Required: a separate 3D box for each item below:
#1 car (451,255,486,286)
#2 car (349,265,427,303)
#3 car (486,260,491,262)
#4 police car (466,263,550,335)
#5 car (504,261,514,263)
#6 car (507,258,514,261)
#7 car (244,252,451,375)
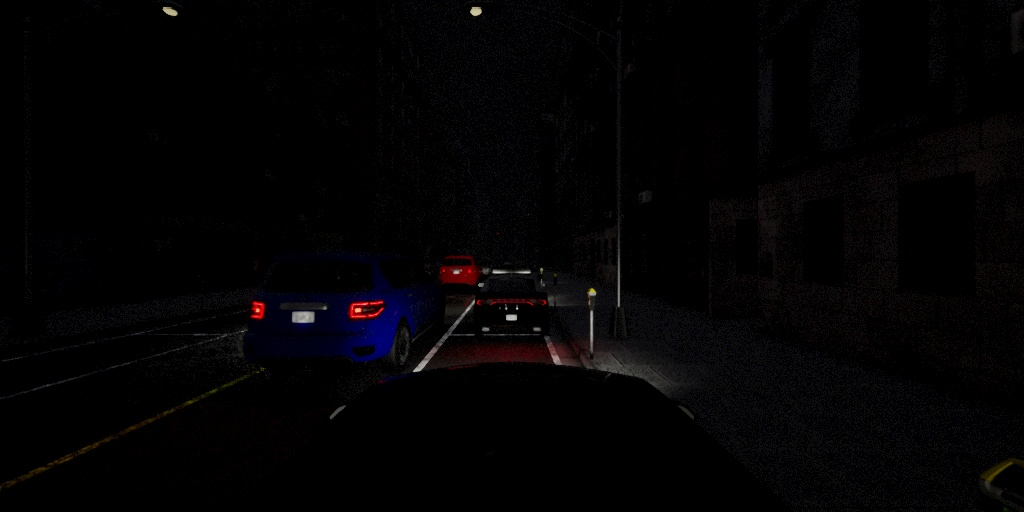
[{"bbox_3d":[-3.020,0.972,22.109,2.150,2.045,5.566,0,0,0],"label":"car"},{"bbox_3d":[-5.870,1.241,17.701,2.128,1.511,4.902,0,0,0],"label":"car"},{"bbox_3d":[-2.925,1.347,34.612,1.895,1.301,4.718,0,0,0],"label":"car"},{"bbox_3d":[-0.012,1.175,10.610,1.930,1.638,5.238,0,0,0],"label":"police car"},{"bbox_3d":[-0.383,1.315,28.035,1.948,1.339,4.313,0,0,0],"label":"car"},{"bbox_3d":[-0.383,1.269,39.031,1.751,1.417,4.829,0,0,0],"label":"car"},{"bbox_3d":[-2.918,0.967,7.658,2.150,2.045,5.566,0,-1,0],"label":"car"}]
